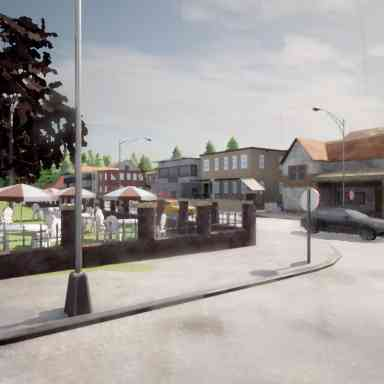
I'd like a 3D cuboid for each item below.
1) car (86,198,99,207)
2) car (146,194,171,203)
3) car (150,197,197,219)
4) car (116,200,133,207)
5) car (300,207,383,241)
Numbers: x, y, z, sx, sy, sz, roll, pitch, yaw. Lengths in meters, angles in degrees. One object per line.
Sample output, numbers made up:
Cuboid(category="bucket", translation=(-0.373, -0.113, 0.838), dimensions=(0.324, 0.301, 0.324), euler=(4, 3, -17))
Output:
Cuboid(category="car", translation=(-14.461, 1.548, 47.980), dimensions=(2.033, 1.411, 5.357), euler=(0, 0, -35))
Cuboid(category="car", translation=(-4.428, 1.221, 41.004), dimensions=(2.150, 2.045, 5.566), euler=(0, 0, -35))
Cuboid(category="car", translation=(-1.458, 1.478, 29.608), dimensions=(1.882, 1.535, 5.008), euler=(0, 0, -35))
Cuboid(category="car", translation=(-10.442, 1.564, 49.451), dimensions=(1.994, 1.385, 4.181), euler=(0, 0, -35))
Cuboid(category="car", translation=(7.728, 1.526, 16.843), dimensions=(1.812, 1.442, 4.674), euler=(0, 0, -37))
